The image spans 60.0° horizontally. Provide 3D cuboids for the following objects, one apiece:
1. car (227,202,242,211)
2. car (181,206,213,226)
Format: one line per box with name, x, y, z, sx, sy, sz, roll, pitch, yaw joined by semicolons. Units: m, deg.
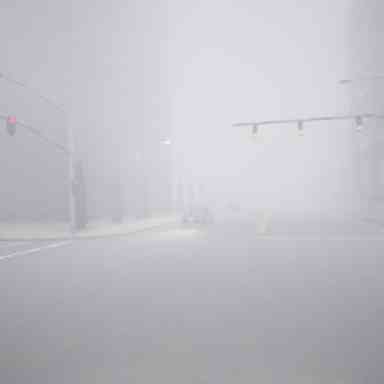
car;6.456;2.157;50.622;1.895;1.301;4.718;-2;-1;14
car;0.507;1.921;27.289;2.128;1.511;4.902;-2;-1;14
